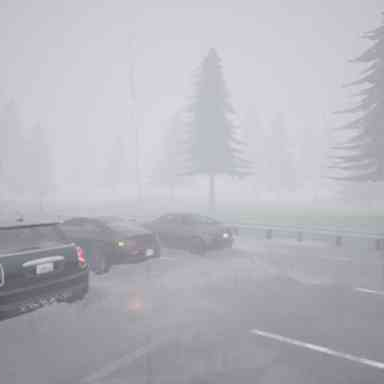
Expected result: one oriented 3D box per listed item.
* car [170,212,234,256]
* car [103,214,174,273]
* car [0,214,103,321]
[{"bbox_3d":[-0.512,1.455,12.640,4.181,1.385,1.994,1,1,33],"label":"car"},{"bbox_3d":[-3.055,1.412,10.133,4.674,1.442,1.812,1,1,33],"label":"car"},{"bbox_3d":[-4.209,1.255,6.689,4.553,1.767,2.097,1,1,34],"label":"car"}]
